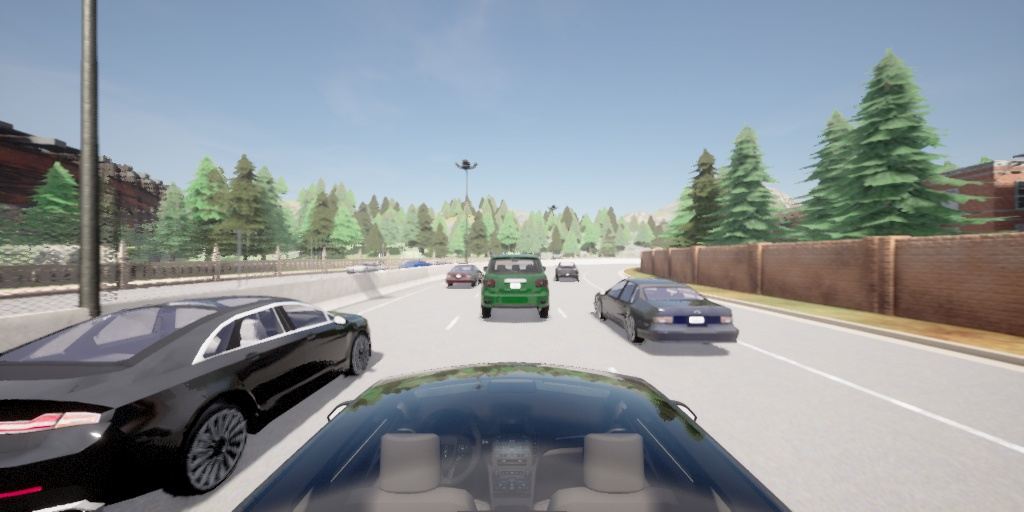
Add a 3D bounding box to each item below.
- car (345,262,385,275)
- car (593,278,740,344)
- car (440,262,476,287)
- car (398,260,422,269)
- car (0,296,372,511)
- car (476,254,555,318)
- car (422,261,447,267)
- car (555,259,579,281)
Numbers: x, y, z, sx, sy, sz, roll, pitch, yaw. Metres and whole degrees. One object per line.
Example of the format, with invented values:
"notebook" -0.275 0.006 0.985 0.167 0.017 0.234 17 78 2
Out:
"car" -15.554 1.314 38.152 1.895 1.301 4.718 0 0 11
"car" 3.598 1.289 9.508 2.033 1.411 5.357 0 0 0
"car" -3.089 1.274 24.433 2.033 1.411 5.357 0 0 4
"car" -11.258 1.187 41.383 1.882 1.535 5.008 0 0 13
"car" -3.403 1.239 4.464 2.128 1.511 4.902 0 0 0
"car" 0.099 0.959 13.126 2.150 2.045 5.566 0 0 0
"car" -7.931 1.276 40.180 1.994 1.385 4.181 0 0 13
"car" 4.565 1.213 29.793 2.128 1.511 4.902 0 0 8
